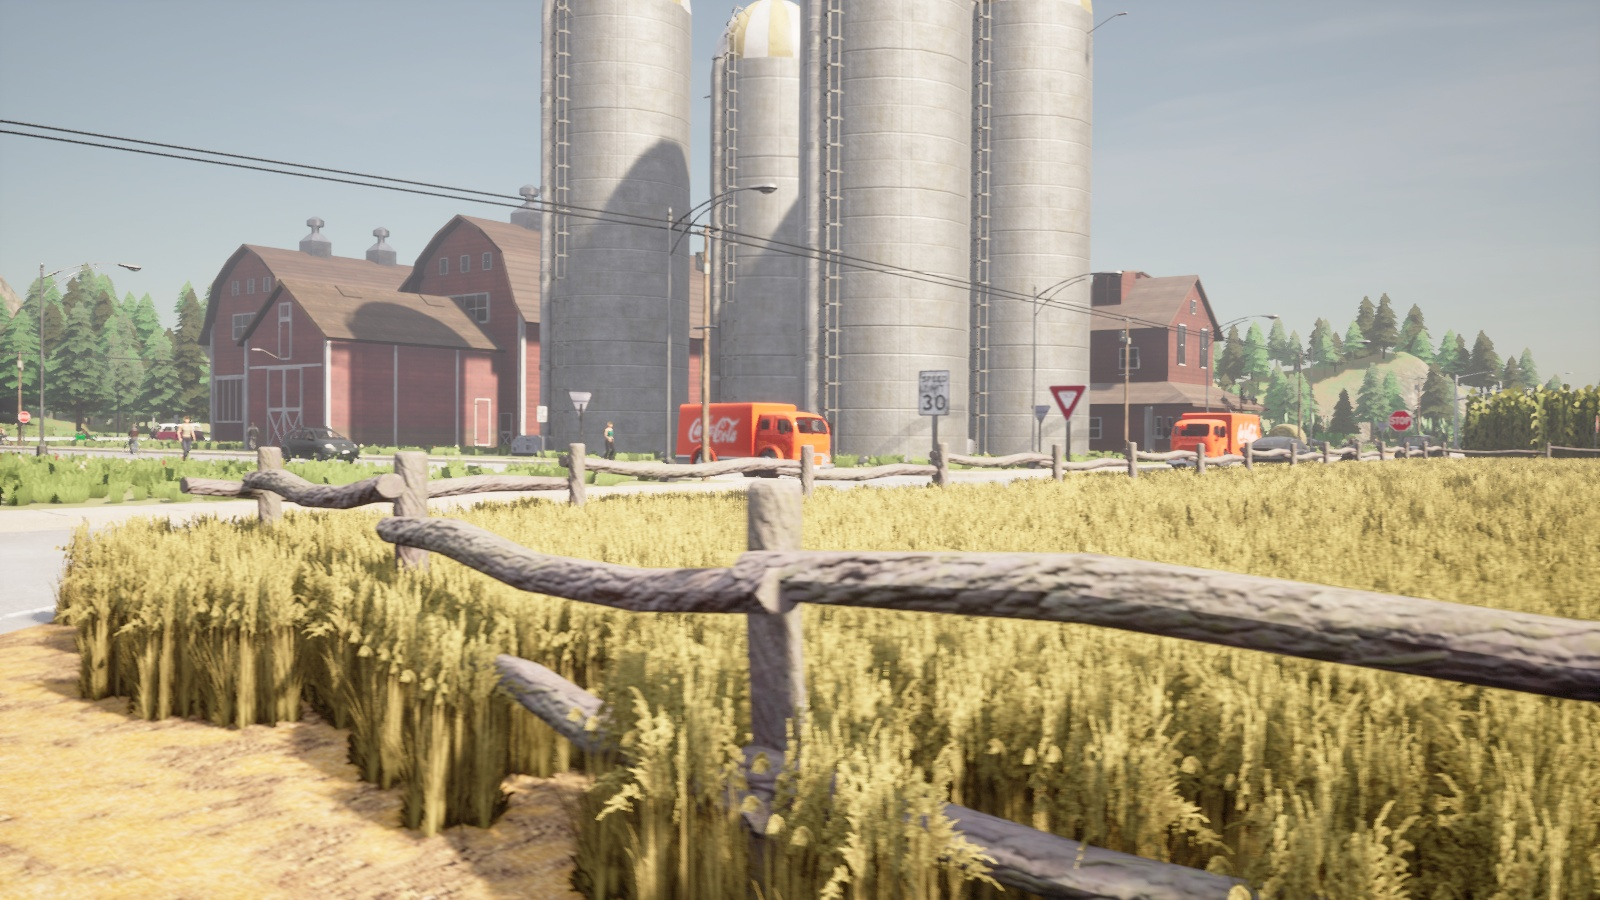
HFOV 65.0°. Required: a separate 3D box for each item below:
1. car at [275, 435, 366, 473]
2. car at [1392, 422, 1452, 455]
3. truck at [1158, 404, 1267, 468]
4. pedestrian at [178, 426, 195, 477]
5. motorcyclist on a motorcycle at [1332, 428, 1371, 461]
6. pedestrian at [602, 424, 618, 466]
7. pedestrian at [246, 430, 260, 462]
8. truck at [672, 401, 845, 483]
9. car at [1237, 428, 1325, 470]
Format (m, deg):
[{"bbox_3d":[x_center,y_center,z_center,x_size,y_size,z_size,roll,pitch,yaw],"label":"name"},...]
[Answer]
[{"bbox_3d":[-21.135,0.154,55.287,3.988,1.617,1.851,0,1,36],"label":"car"},{"bbox_3d":[33.875,-0.632,68.345,2.097,1.767,4.553,0,1,37],"label":"car"},{"bbox_3d":[16.960,-0.586,51.513,2.627,2.467,5.204,0,1,38],"label":"truck"},{"bbox_3d":[-22.383,0.044,45.818,0.594,1.836,0.345,0,1,44],"label":"pedestrian"},{"bbox_3d":[26.224,-0.267,59.772,0.866,1.530,2.191,1,1,0],"label":"motorcyclist on a motorcycle"},{"bbox_3d":[-8.359,-0.223,55.177,0.594,1.836,0.345,0,1,40],"label":"pedestrian"},{"bbox_3d":[-32.524,-0.218,74.657,0.563,1.883,0.849,-1,1,-38],"label":"pedestrian"},{"bbox_3d":[-1.402,-0.259,40.665,5.204,2.467,2.627,0,1,42],"label":"truck"},{"bbox_3d":[18.169,-0.055,47.337,1.837,1.490,4.892,0,1,37],"label":"car"}]
